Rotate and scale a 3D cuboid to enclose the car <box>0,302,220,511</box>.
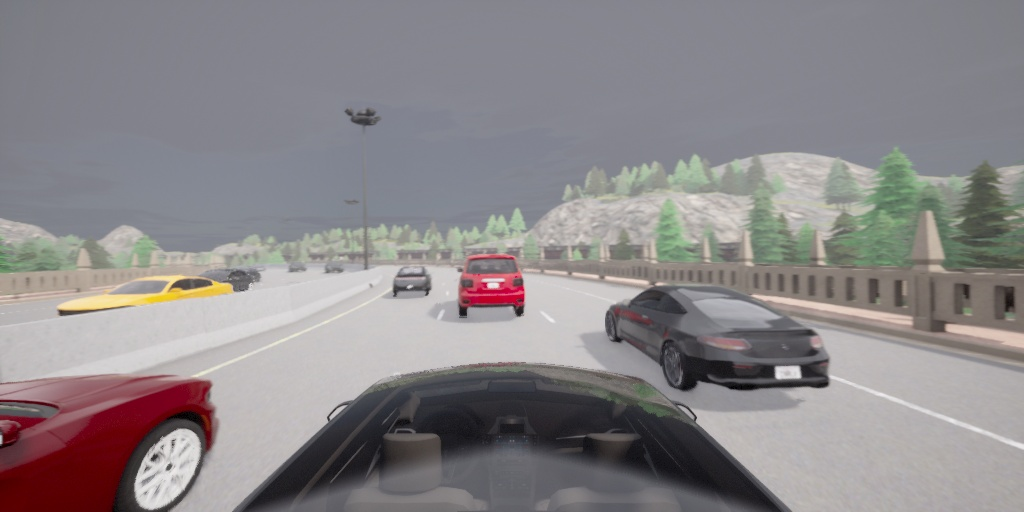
[{"bbox_3d":[-3.651,1.279,1.245,1.882,1.535,5.008,-1,0,0],"label":"car"}]

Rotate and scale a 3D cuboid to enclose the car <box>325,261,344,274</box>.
[{"bbox_3d":[-24.704,1.532,49.845,2.097,1.767,4.553,-1,0,-31],"label":"car"}]

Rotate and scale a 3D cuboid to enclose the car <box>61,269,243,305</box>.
[{"bbox_3d":[-11.420,1.393,11.668,1.882,1.535,5.008,-1,0,-7],"label":"car"}]

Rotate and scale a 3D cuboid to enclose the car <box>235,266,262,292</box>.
[{"bbox_3d":[-16.370,1.510,20.170,1.837,1.490,4.892,-1,0,-13],"label":"car"}]

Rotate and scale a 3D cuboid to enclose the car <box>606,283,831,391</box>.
[{"bbox_3d":[3.187,1.224,6.583,1.812,1.442,4.674,-1,0,-3],"label":"car"}]

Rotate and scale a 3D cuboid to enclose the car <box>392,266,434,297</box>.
[{"bbox_3d":[-5.419,1.318,19.848,2.128,1.511,4.902,-1,0,-11],"label":"car"}]

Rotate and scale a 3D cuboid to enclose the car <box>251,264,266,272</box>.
[{"bbox_3d":[-23.150,1.703,30.870,1.994,1.385,4.181,-1,0,-21],"label":"car"}]

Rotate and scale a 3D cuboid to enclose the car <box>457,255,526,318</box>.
[{"bbox_3d":[-0.853,0.976,13.381,2.150,2.045,5.566,-1,0,-6],"label":"car"}]
